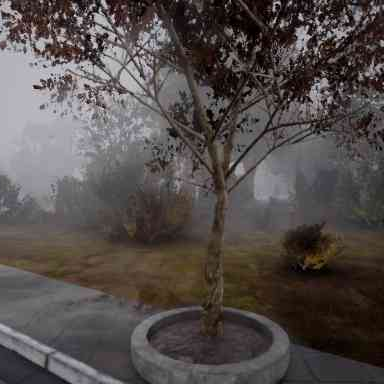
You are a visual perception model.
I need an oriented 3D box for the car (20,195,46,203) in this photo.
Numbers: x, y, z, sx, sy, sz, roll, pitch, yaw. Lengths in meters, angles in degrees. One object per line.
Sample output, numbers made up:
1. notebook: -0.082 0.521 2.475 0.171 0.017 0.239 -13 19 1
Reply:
1. car: -21.688 1.174 44.862 1.837 1.490 4.892 1 0 32
